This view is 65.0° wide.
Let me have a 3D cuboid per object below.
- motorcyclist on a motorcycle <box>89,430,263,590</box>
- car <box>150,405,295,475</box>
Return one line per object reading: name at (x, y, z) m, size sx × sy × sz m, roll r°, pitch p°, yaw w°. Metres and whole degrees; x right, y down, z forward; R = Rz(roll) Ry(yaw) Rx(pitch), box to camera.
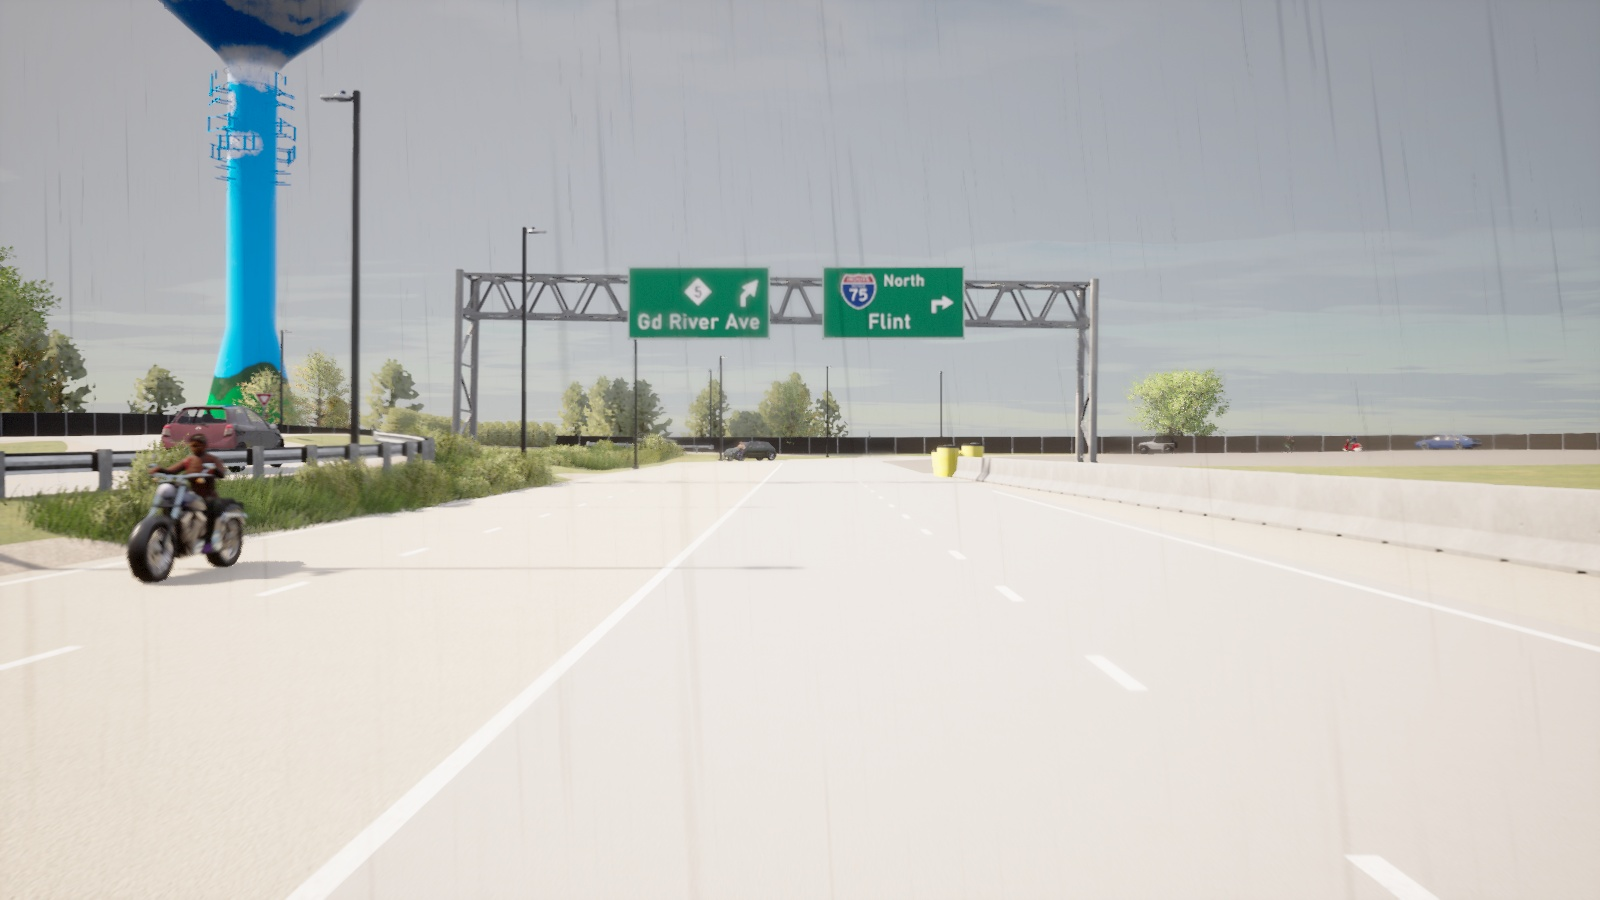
motorcyclist on a motorcycle at (-6.904, 0.607, 14.063) m, size 0.766 × 1.649 × 2.350 m, roll 0°, pitch 1°, yaw 0°
car at (-13.226, -0.278, 29.001) m, size 1.845 × 1.501 × 3.633 m, roll 0°, pitch 2°, yaw -4°
